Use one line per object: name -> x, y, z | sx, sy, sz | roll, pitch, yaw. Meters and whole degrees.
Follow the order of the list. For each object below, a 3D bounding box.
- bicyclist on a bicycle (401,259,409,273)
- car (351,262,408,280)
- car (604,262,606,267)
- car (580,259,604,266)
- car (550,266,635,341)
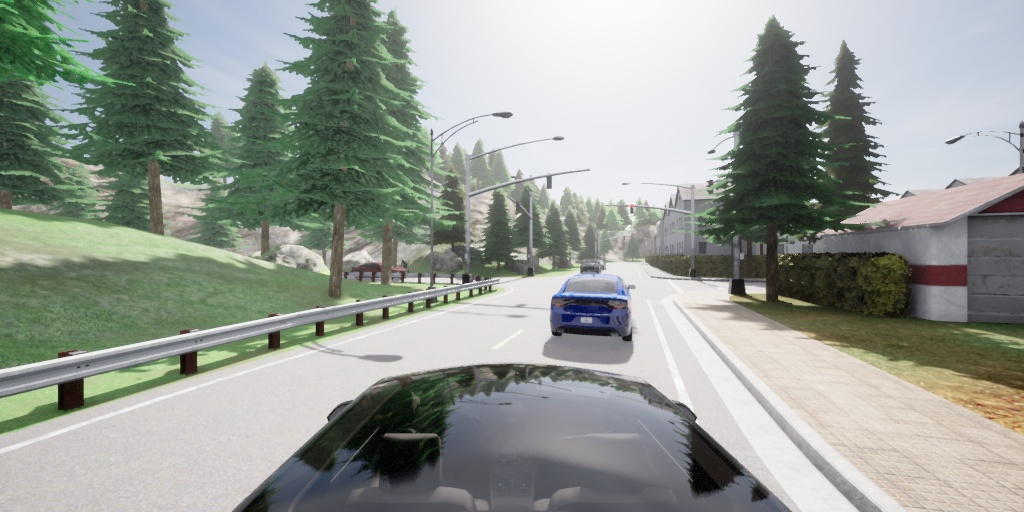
bicyclist on a bicycle -> -11.447, 1.167, 38.035 | 0.582, 1.620, 1.656 | -2, 5, 18
car -> -11.251, 1.243, 30.552 | 5.008, 1.535, 1.882 | 0, 0, 18
car -> 12.772, 1.297, 52.735 | 2.033, 1.411, 5.357 | 0, 0, 19
car -> 9.438, 1.102, 42.821 | 2.097, 1.767, 4.553 | 0, 0, 19
car -> 2.372, 1.228, 10.062 | 1.882, 1.535, 5.008 | 0, 0, 18
